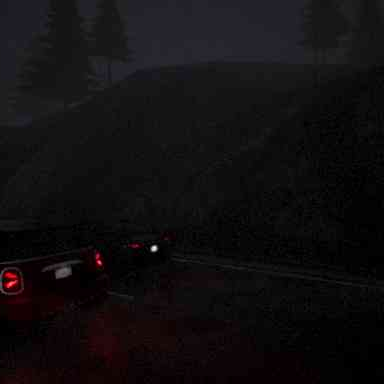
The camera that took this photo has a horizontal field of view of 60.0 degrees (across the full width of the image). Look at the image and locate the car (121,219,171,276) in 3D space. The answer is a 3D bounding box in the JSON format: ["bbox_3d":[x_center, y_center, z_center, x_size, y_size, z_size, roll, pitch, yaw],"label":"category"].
[{"bbox_3d":[-2.699,1.482,9.936,4.181,1.385,1.994,0,1,33],"label":"car"}]

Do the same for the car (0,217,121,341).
[{"bbox_3d":[-3.832,1.313,6.489,4.553,1.767,2.097,0,1,33],"label":"car"}]
